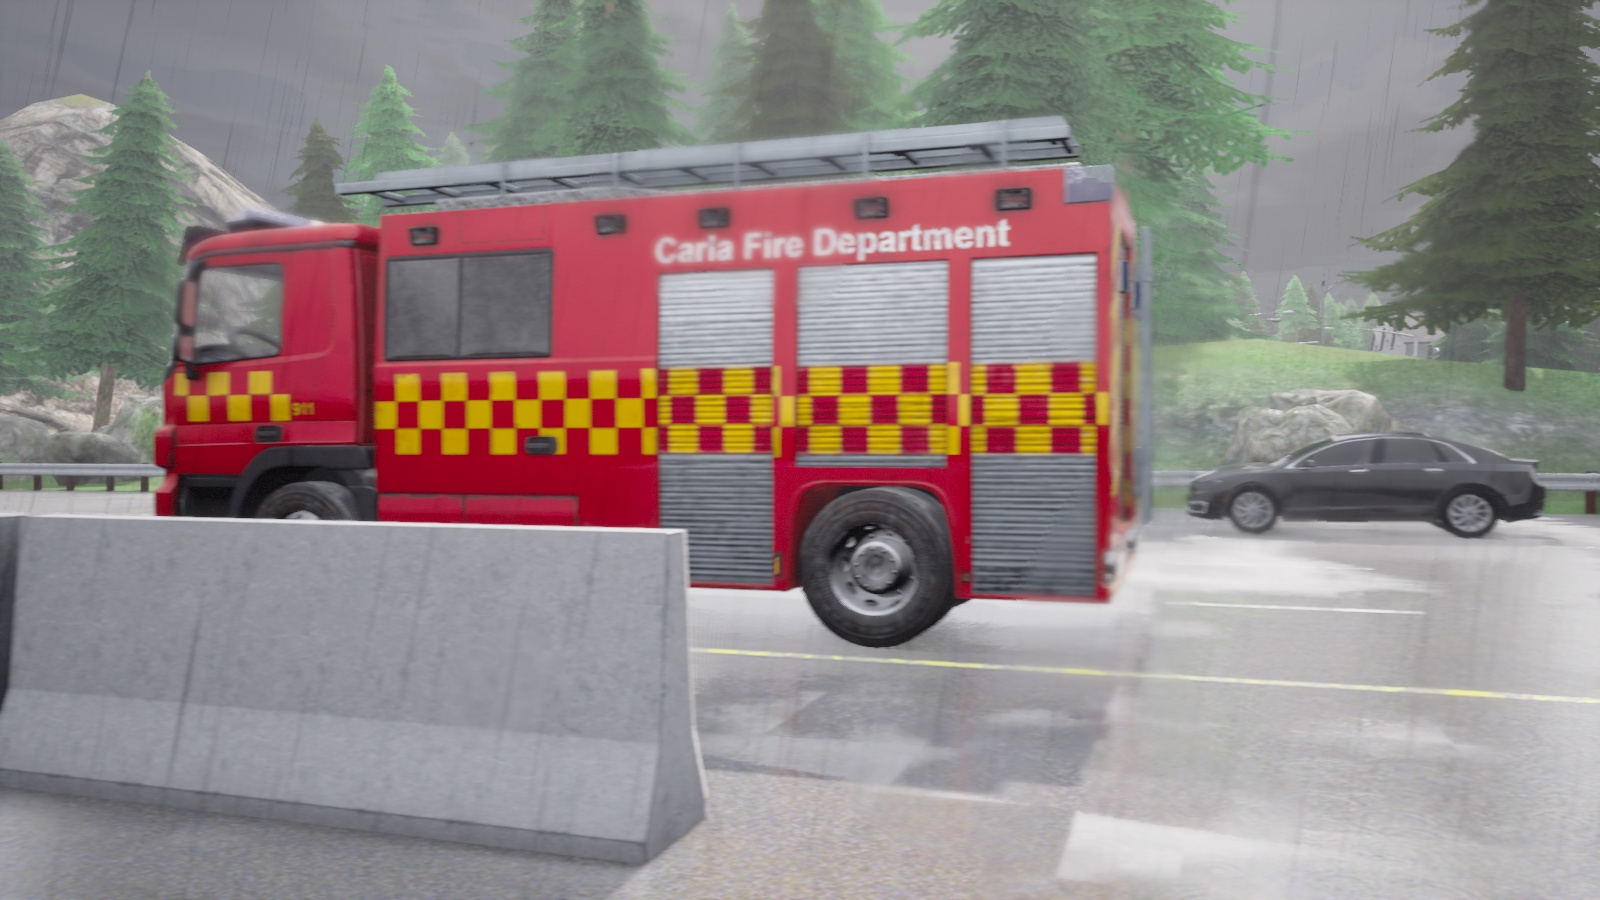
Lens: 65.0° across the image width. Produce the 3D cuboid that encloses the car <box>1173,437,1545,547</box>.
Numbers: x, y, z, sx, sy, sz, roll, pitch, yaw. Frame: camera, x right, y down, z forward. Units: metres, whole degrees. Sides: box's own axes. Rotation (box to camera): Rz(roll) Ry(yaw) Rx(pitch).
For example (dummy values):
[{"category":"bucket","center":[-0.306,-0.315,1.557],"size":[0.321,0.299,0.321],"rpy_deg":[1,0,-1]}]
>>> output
[{"category":"car","center":[8.199,0.560,18.898],"size":[4.892,1.490,1.837],"rpy_deg":[1,1,19]}]

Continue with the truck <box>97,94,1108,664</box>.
[{"category":"truck","center":[-1.747,-0.524,11.149],"size":[8.468,3.827,2.891],"rpy_deg":[0,1,19]}]
